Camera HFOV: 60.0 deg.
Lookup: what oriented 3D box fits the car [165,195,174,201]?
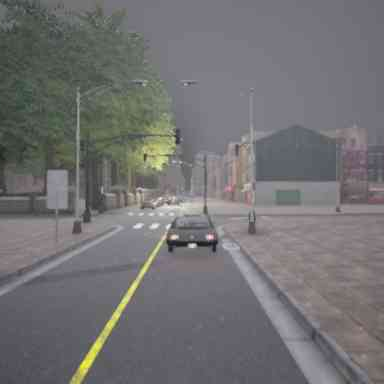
[{"bbox_3d":[-5.845,1.493,87.685,1.967,1.590,4.097,1,0,0],"label":"car"}]

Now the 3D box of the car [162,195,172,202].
[{"bbox_3d":[-5.757,1.459,76.785,1.967,1.590,4.097,1,0,0],"label":"car"}]

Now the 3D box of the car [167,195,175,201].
[{"bbox_3d":[-5.890,1.599,92.966,1.752,1.417,4.829,1,0,0],"label":"car"}]

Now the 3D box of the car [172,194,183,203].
[{"bbox_3d":[-3.081,1.354,69.829,2.097,1.767,4.553,0,0,0],"label":"car"}]

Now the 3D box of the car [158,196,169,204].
[{"bbox_3d":[-5.672,1.576,65.885,1.802,1.307,4.206,1,0,0],"label":"car"}]

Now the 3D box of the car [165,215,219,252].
[{"bbox_3d":[0.028,1.587,13.775,1.895,1.301,4.718,0,0,1],"label":"car"}]

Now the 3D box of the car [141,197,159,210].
[{"bbox_3d":[-5.549,1.500,44.373,1.752,1.417,4.829,1,0,0],"label":"car"}]

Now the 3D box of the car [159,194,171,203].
[{"bbox_3d":[-5.710,1.320,71.335,2.192,1.841,5.009,1,0,0],"label":"car"}]

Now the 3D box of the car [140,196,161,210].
[{"bbox_3d":[-5.510,1.525,42.400,2.008,1.369,4.403,1,0,0],"label":"car"}]

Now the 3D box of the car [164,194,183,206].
[{"bbox_3d":[-3.014,1.471,53.897,2.128,1.511,4.902,0,0,0],"label":"car"}]

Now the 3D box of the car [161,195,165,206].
[{"bbox_3d":[-5.540,1.527,49.535,2.008,1.369,4.403,1,0,0],"label":"car"}]
